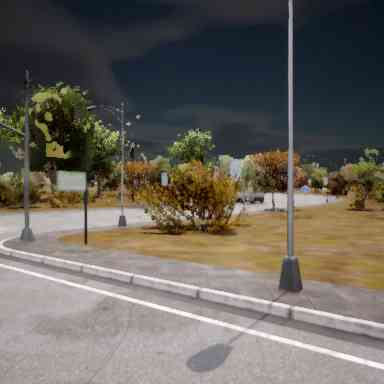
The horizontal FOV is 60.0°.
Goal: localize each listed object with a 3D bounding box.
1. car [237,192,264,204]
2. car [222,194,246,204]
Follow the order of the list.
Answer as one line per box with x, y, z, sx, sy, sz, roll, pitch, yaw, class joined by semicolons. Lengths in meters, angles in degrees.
10.172;1.041;55.699;2.150;2.045;5.566;0;1;37;car
7.399;1.234;57.834;1.882;1.535;5.008;0;1;37;car
